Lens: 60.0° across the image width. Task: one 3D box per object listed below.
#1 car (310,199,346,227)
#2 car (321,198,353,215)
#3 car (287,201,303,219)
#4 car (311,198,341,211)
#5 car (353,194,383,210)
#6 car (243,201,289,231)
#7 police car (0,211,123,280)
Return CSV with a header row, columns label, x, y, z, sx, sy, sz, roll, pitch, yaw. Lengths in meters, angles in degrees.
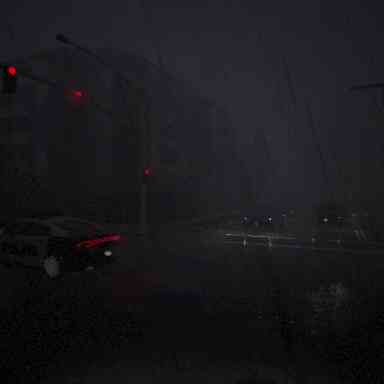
label,x,y,z,sx,sy,sz,roll,pitch,yaw
car,9.331,1.504,22.817,1.837,1.490,4.892,0,0,25
car,13.588,1.477,31.238,1.882,1.535,5.008,0,0,30
car,8.715,1.547,29.672,2.033,1.411,5.357,0,0,26
car,17.005,1.502,41.970,1.837,1.490,4.892,-1,0,43
car,22.620,1.222,42.807,5.566,2.045,2.150,0,0,-42
car,4.625,1.525,20.998,1.812,1.442,4.674,0,0,25
police car,-4.515,1.425,10.014,5.238,1.638,1.930,0,0,27
